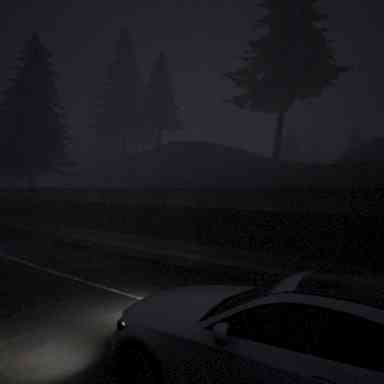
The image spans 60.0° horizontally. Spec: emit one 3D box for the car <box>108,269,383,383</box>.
[{"bbox_3d":[1.220,1.527,3.215,4.674,1.442,1.812,1,0,36],"label":"car"}]
